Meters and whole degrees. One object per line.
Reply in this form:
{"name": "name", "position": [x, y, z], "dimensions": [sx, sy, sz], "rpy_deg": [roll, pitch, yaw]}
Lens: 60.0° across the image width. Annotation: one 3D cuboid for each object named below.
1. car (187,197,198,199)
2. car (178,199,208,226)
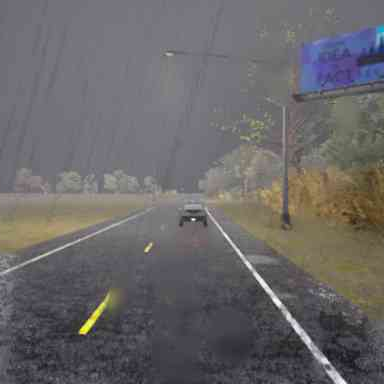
{"name": "car", "position": [0.082, 1.368, 42.590], "dimensions": [2.097, 1.767, 4.553], "rpy_deg": [0, 0, 0]}
{"name": "car", "position": [0.091, 1.514, 23.731], "dimensions": [1.837, 1.490, 4.892], "rpy_deg": [0, 0, 0]}
